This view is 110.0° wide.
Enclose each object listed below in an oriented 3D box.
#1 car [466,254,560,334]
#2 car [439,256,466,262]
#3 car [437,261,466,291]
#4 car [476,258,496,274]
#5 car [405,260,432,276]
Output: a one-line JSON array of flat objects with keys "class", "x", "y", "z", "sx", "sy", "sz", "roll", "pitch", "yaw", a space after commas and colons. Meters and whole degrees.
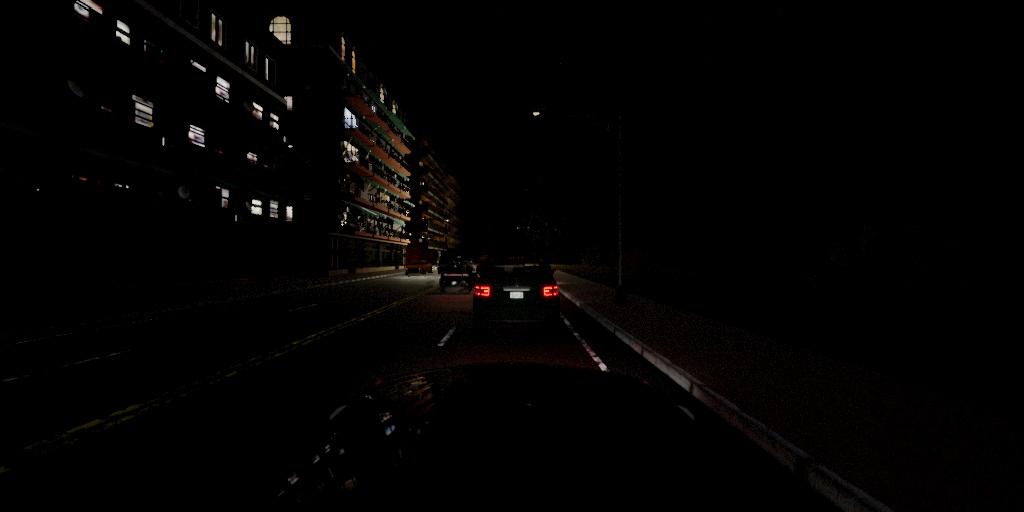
[{"class": "car", "x": 0.123, "y": 0.973, "z": 10.751, "sx": 2.150, "sy": 2.045, "sz": 5.566, "roll": 0, "pitch": 0, "yaw": 0}, {"class": "car", "x": -6.481, "y": 0.973, "z": 38.349, "sx": 2.150, "sy": 2.045, "sz": 5.566, "roll": 0, "pitch": 0, "yaw": 0}, {"class": "car", "x": -3.086, "y": 1.243, "z": 21.699, "sx": 2.128, "sy": 1.511, "sz": 4.902, "roll": 0, "pitch": 0, "yaw": 0}, {"class": "car", "x": -3.015, "y": 1.104, "z": 42.439, "sx": 2.097, "sy": 1.767, "sz": 4.553, "roll": 0, "pitch": 0, "yaw": 0}, {"class": "car", "x": -9.733, "y": 1.229, "z": 37.641, "sx": 1.882, "sy": 1.535, "sz": 5.008, "roll": 0, "pitch": 0, "yaw": 0}]
